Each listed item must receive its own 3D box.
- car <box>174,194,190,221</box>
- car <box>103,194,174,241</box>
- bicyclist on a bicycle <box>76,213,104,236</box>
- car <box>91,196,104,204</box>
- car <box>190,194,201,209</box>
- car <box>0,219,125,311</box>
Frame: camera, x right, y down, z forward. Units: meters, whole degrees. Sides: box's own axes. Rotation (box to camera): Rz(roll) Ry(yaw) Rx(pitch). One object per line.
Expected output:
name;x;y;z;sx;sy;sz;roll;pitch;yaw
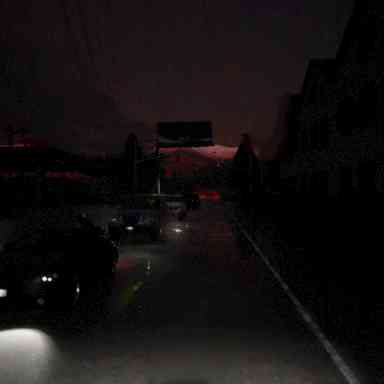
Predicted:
car;-1.671;1.221;27.870;2.150;2.045;5.566;0;0;4
car;-2.494;1.221;17.180;2.150;2.045;5.566;0;0;4
bicyclist on a bicycle;-3.184;1.455;10.051;1.656;1.620;0.582;-2;0;4
car;-17.640;1.672;65.746;4.611;1.667;2.242;0;0;4
car;-1.409;1.338;46.612;5.566;2.045;2.150;-1;-1;36
car;-3.173;1.564;7.735;1.994;1.385;4.181;0;0;4
